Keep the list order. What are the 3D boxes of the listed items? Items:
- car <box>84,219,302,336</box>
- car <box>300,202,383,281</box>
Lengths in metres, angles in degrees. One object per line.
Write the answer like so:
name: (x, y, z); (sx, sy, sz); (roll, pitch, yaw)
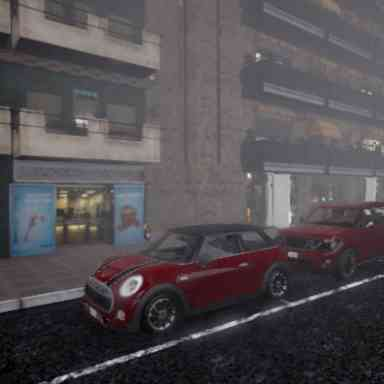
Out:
car: (0.014, 1.411, 6.575); (4.097, 1.590, 1.967); (-1, 1, -36)
car: (4.594, 1.238, 9.858); (5.009, 1.841, 2.192); (-1, 1, -36)
